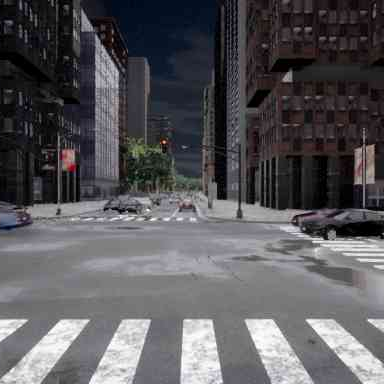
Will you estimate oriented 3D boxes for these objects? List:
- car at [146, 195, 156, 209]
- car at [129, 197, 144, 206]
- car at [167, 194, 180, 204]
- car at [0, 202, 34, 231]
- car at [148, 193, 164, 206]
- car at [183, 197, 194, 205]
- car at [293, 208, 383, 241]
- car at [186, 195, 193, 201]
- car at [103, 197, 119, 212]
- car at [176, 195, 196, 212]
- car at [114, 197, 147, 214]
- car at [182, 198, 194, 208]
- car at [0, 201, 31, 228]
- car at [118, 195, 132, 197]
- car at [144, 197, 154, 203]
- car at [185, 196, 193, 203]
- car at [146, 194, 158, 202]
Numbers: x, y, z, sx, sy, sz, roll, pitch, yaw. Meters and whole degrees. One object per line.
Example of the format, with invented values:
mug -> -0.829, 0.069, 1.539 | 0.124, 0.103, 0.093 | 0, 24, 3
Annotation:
car -> -6.427, 1.544, 45.327 | 1.812, 1.442, 4.674 | 0, 0, 0
car -> -9.139, 1.565, 55.078 | 1.752, 1.417, 4.829 | 0, 0, 0
car -> -3.423, 1.665, 65.609 | 1.895, 1.301, 4.718 | 0, 0, 0
car -> -11.361, 1.409, 17.581 | 5.357, 1.411, 2.033 | 1, 0, 0
car -> -6.465, 1.263, 55.970 | 2.150, 2.045, 5.566 | 0, 0, 0
car -> -0.640, 1.597, 60.707 | 1.887, 1.381, 4.507 | 0, 0, 0
car -> 8.106, 1.616, 17.075 | 5.008, 1.535, 1.882 | 1, 0, -9
car -> -0.794, 1.687, 93.257 | 1.887, 1.381, 4.507 | 0, 0, 0
car -> -9.064, 1.570, 38.971 | 1.947, 1.339, 4.313 | 0, 0, 0
car -> -0.539, 1.445, 39.008 | 1.967, 1.590, 4.097 | 0, 0, 0
car -> -6.380, 1.544, 35.101 | 2.033, 1.411, 5.357 | 0, 0, 0
car -> -0.589, 1.610, 49.857 | 1.802, 1.307, 4.206 | 0, 0, 0
car -> -13.065, 1.325, 20.825 | 4.902, 1.511, 2.128 | 1, 0, 0
car -> -9.090, 1.331, 44.397 | 2.192, 1.841, 5.009 | 0, 0, 0
car -> -9.216, 1.662, 71.526 | 1.802, 1.307, 4.206 | 0, 0, 0
car -> -0.692, 1.606, 71.727 | 1.752, 1.417, 4.829 | 0, 0, 0
car -> -9.243, 1.410, 76.953 | 2.192, 1.841, 5.009 | 0, 0, 0
